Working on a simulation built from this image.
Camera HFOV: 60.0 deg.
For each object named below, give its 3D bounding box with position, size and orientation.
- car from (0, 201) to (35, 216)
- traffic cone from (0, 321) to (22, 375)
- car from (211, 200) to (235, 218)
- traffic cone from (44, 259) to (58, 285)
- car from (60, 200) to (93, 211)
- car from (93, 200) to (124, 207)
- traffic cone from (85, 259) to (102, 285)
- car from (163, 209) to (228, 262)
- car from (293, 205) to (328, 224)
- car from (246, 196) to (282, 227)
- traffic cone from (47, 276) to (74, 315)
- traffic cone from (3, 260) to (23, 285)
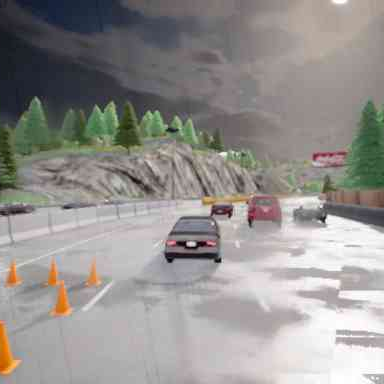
[{"bbox_3d":[-18.256,1.643,33.623,2.033,1.411,5.357,0,0,11],"label":"car"},{"bbox_3d":[-2.443,1.968,4.283,0.340,0.580,0.340,0,0,0],"label":"traffic cone"},{"bbox_3d":[2.958,1.532,31.511,1.882,1.535,5.008,0,0,12],"label":"car"},{"bbox_3d":[-3.452,1.977,8.281,0.340,0.580,0.340,0,0,0],"label":"traffic cone"},{"bbox_3d":[-13.390,1.646,39.590,2.033,1.411,5.357,0,0,13],"label":"car"},{"bbox_3d":[-9.606,1.656,40.197,1.994,1.385,4.181,0,0,14],"label":"car"},{"bbox_3d":[-2.452,1.976,8.283,0.340,0.580,0.340,0,0,0],"label":"traffic cone"},{"bbox_3d":[0.172,1.570,12.206,2.033,1.411,5.357,0,0,4],"label":"car"},{"bbox_3d":[8.894,1.633,25.467,1.895,1.301,4.718,0,0,10],"label":"car"},{"bbox_3d":[4.996,1.256,23.313,2.150,2.045,5.566,0,0,9],"label":"car"},{"bbox_3d":[-2.448,1.972,6.283,0.340,0.580,0.340,0,0,0],"label":"traffic cone"},{"bbox_3d":[-4.452,1.979,8.278,0.340,0.580,0.340,0,0,0],"label":"traffic cone"}]
